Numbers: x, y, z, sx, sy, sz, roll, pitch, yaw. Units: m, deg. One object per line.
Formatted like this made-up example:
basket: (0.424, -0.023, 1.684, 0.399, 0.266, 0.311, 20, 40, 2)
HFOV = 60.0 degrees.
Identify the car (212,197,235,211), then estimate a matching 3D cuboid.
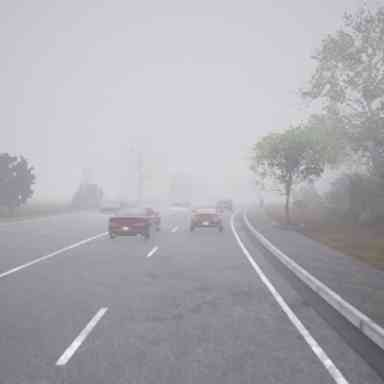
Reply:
car: (4.128, 1.498, 40.997, 2.128, 1.511, 4.902, 0, 0, 12)

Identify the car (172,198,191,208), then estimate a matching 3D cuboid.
car: (-1.481, 1.555, 48.134, 1.994, 1.385, 4.181, 0, 0, 15)

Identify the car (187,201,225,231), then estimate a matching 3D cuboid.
car: (0.947, 1.526, 20.336, 1.812, 1.442, 4.674, 0, 0, 5)

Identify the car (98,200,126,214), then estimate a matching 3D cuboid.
car: (-7.972, 1.530, 35.061, 2.033, 1.411, 5.357, 0, 0, 10)

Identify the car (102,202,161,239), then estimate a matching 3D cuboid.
car: (-2.813, 1.473, 17.300, 1.882, 1.535, 5.008, 0, 0, 3)
